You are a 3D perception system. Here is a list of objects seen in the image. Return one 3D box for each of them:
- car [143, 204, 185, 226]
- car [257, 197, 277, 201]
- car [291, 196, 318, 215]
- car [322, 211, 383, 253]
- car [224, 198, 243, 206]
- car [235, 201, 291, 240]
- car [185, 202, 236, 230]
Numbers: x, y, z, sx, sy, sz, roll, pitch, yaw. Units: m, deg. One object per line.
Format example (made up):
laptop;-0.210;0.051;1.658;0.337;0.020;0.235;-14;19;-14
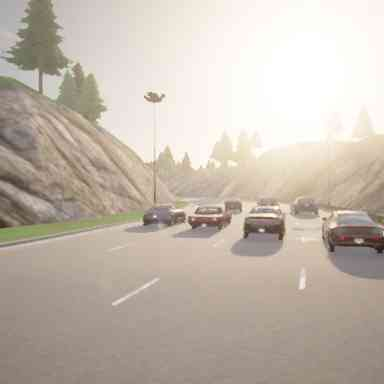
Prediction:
car;-1.809;1.523;22.932;1.994;1.385;4.181;0;0;15
car;7.686;1.268;34.187;2.097;1.767;4.553;0;0;9
car;11.069;1.261;33.168;2.097;1.767;4.553;0;0;9
car;6.383;1.482;13.495;1.812;1.442;4.674;0;0;18
car;4.597;1.395;37.015;1.882;1.535;5.008;0;-1;8
car;3.786;1.450;16.977;2.128;1.511;4.902;0;0;17
car;1.281;1.557;20.817;1.895;1.301;4.718;0;0;16
